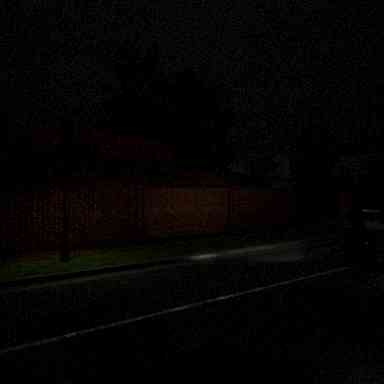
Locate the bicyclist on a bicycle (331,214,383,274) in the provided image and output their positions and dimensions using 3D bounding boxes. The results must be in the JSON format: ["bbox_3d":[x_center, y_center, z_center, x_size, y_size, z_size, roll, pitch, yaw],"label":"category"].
[{"bbox_3d":[4.720,1.455,9.538,0.582,1.620,1.656,0,-2,-35],"label":"bicyclist on a bicycle"}]
